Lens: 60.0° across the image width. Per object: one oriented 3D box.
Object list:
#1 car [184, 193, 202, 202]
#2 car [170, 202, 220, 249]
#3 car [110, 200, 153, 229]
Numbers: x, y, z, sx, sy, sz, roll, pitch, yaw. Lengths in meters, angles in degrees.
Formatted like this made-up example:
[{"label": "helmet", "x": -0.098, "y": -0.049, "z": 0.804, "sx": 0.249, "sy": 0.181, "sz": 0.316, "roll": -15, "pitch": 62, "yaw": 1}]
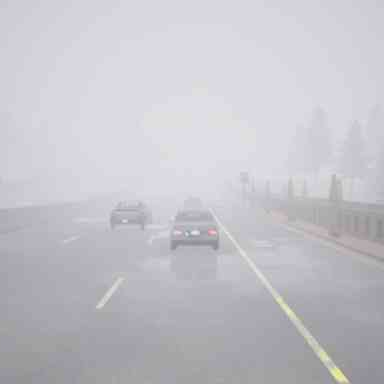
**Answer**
[{"label": "car", "x": 0.106, "y": 0.833, "z": 36.495, "sx": 1.812, "sy": 1.442, "sz": 4.674, "roll": 0, "pitch": 3, "yaw": 0}, {"label": "car", "x": 0.102, "y": 1.367, "z": 13.582, "sx": 2.033, "sy": 1.411, "sz": 5.357, "roll": 0, "pitch": 1, "yaw": 0}, {"label": "car", "x": -3.397, "y": 1.235, "z": 19.289, "sx": 2.128, "sy": 1.511, "sz": 4.902, "roll": 0, "pitch": 1, "yaw": 0}]
